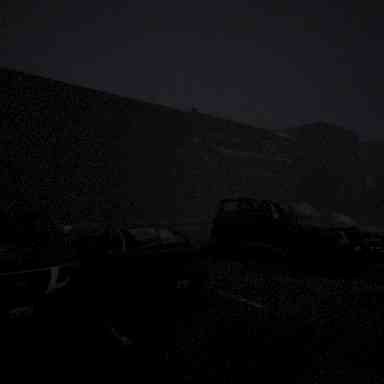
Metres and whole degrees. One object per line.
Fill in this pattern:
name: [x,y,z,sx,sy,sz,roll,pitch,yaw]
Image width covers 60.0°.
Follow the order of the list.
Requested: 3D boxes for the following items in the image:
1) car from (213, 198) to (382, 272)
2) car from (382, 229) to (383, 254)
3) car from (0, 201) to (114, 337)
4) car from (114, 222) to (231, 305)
car: [3.011,1.245,11.499,2.435,2.045,5.566,0,0,-35]
car: [5.271,1.509,13.152,2.231,1.521,4.892,0,0,-35]
car: [-3.838,1.229,6.618,2.435,2.045,5.566,0,0,-35]
car: [-1.567,1.482,8.265,2.231,1.521,4.892,0,0,-35]
